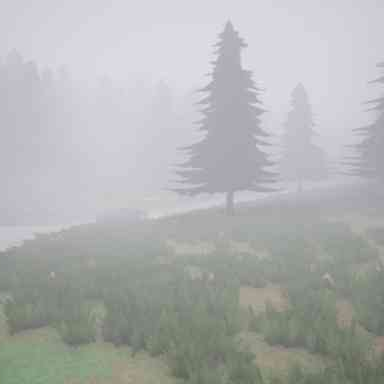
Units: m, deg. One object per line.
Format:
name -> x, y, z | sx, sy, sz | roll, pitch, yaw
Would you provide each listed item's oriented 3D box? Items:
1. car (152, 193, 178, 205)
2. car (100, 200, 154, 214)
car -> -2.852, 0.724, 35.175 | 1.882, 1.535, 5.008 | 0, 5, 45
car -> -5.650, 1.859, 27.194 | 1.837, 1.490, 4.892 | -2, 5, 33
